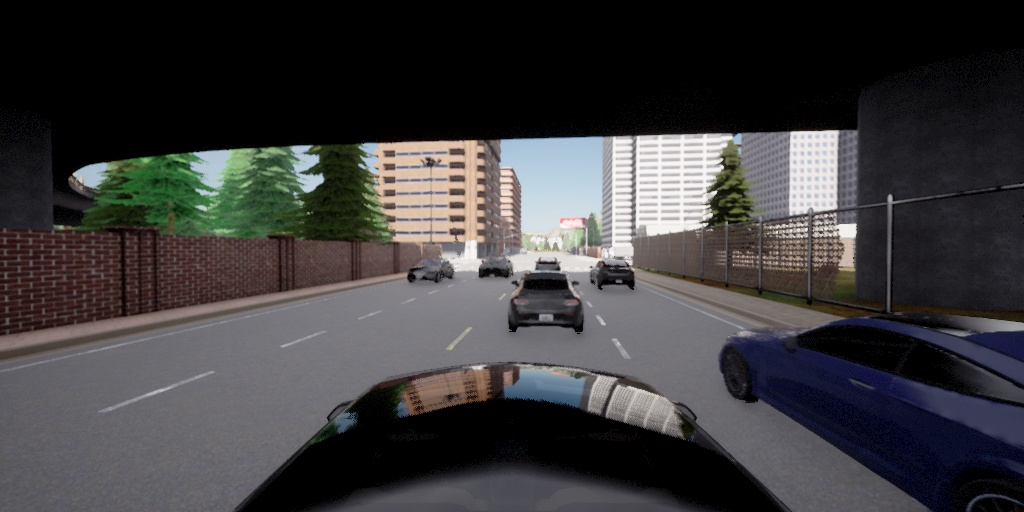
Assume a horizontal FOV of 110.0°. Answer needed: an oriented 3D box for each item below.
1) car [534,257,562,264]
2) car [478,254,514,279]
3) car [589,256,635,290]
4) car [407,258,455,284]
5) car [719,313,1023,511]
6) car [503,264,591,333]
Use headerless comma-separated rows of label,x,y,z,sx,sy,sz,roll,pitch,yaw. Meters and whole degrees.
car,2.717,0.804,27.195,2.128,1.511,4.902,0,1,6
car,-1.078,0.678,26.174,2.097,1.767,4.553,0,1,7
car,5.446,0.947,19.789,1.837,1.490,4.892,0,1,6
car,-4.993,0.876,22.687,2.128,1.511,4.902,0,1,6
car,3.828,1.252,3.249,1.812,1.442,4.674,0,1,3
car,0.935,1.131,10.098,1.812,1.442,4.674,0,1,5
